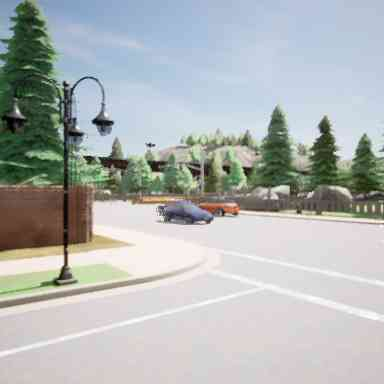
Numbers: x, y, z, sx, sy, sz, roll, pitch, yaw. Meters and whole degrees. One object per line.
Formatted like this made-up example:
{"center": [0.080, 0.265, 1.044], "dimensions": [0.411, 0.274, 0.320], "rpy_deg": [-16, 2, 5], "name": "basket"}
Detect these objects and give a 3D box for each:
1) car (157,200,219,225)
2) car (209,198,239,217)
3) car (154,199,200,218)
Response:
{"center": [-0.413, 1.572, 24.736], "dimensions": [1.812, 1.442, 4.674], "rpy_deg": [0, 0, -38], "name": "car"}
{"center": [2.448, 1.403, 32.781], "dimensions": [2.097, 1.767, 4.553], "rpy_deg": [0, 0, -38], "name": "car"}
{"center": [-1.525, 1.526, 32.197], "dimensions": [1.882, 1.535, 5.008], "rpy_deg": [0, 0, -38], "name": "car"}
